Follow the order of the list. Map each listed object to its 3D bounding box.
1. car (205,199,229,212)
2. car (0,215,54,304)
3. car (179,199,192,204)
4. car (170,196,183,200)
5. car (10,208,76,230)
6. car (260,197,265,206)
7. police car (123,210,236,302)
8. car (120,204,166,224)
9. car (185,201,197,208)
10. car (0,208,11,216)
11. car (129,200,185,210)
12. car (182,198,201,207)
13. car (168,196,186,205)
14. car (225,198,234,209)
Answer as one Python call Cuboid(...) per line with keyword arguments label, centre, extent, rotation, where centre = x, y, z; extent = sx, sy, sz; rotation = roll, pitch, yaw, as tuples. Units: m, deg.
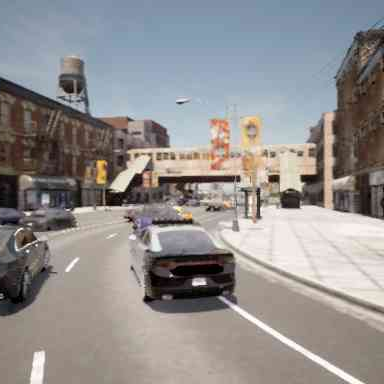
Cuboid(label="car", centre=(3.333, 2.001, 45.571), extent=(1.895, 1.301, 4.718), rotation=(0, -1, 19))
Cuboid(label="car", centre=(-4.720, 1.560, 8.041), extent=(1.837, 1.490, 4.892), rotation=(0, 0, -16))
Cuboid(label="car", centre=(-1.501, 2.274, 80.320), extent=(1.895, 1.301, 4.718), rotation=(0, -1, 14))
Cuboid(label="car", centre=(-3.284, 1.861, 60.979), extent=(2.097, 1.767, 4.553), rotation=(0, -1, 15))
Cuboid(label="car", centre=(-9.210, 1.718, 21.384), extent=(1.994, 1.385, 4.181), rotation=(0, 0, 7))
Cuboid(label="car", centre=(17.486, 2.279, 87.066), extent=(2.231, 1.521, 4.892), rotation=(0, -1, 24))
Cuboid(label="police car", centre=(-0.556, 1.501, 8.753), extent=(1.930, 1.638, 5.238), rotation=(0, -1, -16))
Cuboid(label="car", centre=(-4.070, 1.782, 28.878), extent=(2.033, 1.411, 5.357), rotation=(0, 0, 14))
Cuboid(label="car", centre=(-1.167, 1.641, 21.931), extent=(1.801, 1.575, 5.366), rotation=(0, 0, 10))
Cuboid(label="car", centre=(-12.661, 1.709, 21.675), extent=(1.994, 1.385, 4.181), rotation=(0, 0, 7))
Cuboid(label="car", centre=(-1.628, 1.491, 16.781), extent=(2.097, 1.767, 4.553), rotation=(0, 0, 0))
Cuboid(label="car", centre=(0.298, 2.067, 60.828), extent=(2.033, 1.411, 5.357), rotation=(0, -1, 15))
Cuboid(label="car", centre=(-3.283, 1.841, 73.145), extent=(2.435, 2.045, 5.566), rotation=(0, -1, 14))
Cuboid(label="car", centre=(5.827, 1.837, 54.620), extent=(2.097, 1.767, 4.553), rotation=(0, -1, 14))
